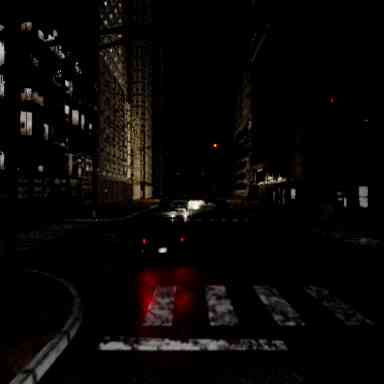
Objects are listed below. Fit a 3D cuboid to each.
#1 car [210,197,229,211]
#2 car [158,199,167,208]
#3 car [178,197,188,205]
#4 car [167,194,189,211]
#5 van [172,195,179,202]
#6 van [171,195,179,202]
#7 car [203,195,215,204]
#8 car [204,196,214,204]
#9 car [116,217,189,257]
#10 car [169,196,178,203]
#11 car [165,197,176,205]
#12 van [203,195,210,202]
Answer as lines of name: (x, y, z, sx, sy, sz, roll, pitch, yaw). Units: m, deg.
car: (3.871, 1.712, 44.120, 1.947, 1.339, 4.313, 0, 0, 0)
car: (-4.089, 1.742, 49.602, 1.802, 1.307, 4.206, 0, 0, 0)
car: (-1.607, 1.718, 63.855, 1.812, 1.442, 4.674, 0, 0, 0)
car: (-1.575, 1.364, 42.633, 2.150, 2.045, 5.566, 0, 0, 0)
van: (-4.302, 1.580, 88.296, 1.690, 1.788, 3.998, 0, 0, 0)
van: (-4.272, 1.570, 82.769, 1.690, 1.788, 3.998, 0, 0, 0)
car: (3.700, 1.512, 66.229, 2.192, 1.841, 5.009, 0, 0, 0)
car: (3.669, 1.648, 71.757, 1.967, 1.590, 4.097, 0, 0, 0)
car: (-1.756, 1.635, 13.170, 1.895, 1.301, 4.718, 1, 0, -21)
car: (-4.241, 1.658, 77.241, 1.967, 1.590, 4.097, 0, 0, 0)
car: (-4.180, 1.763, 66.185, 1.947, 1.339, 4.313, 0, 0, 0)
van: (3.608, 1.570, 82.812, 1.690, 1.788, 3.998, 0, 0, 0)
